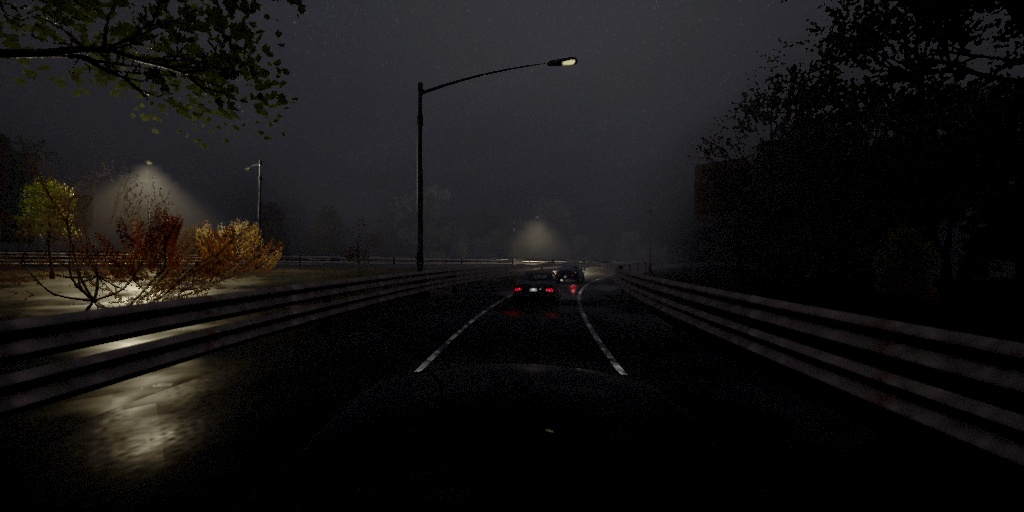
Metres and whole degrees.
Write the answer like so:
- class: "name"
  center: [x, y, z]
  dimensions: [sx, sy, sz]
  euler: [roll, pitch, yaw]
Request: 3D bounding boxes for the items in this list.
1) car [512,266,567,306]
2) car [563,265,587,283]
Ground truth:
- class: "car"
  center: [1.242, 1.354, 16.097]
  dimensions: [2.033, 1.411, 5.357]
  euler: [0, 0, 10]
- class: "car"
  center: [4.943, 1.456, 30.308]
  dimensions: [1.812, 1.442, 4.674]
  euler: [0, -1, 19]
